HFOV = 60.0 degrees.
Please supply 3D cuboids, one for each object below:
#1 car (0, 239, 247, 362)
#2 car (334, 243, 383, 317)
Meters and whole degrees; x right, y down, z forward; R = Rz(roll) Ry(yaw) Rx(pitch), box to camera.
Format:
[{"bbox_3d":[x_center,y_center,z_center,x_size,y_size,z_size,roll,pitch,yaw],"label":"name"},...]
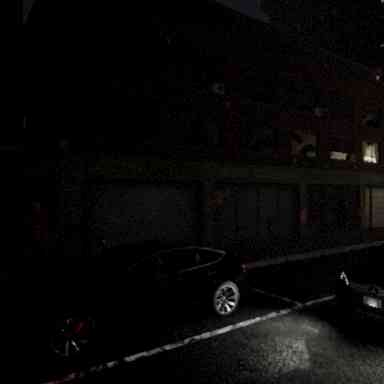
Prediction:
[{"bbox_3d":[-0.899,1.585,5.929,4.313,1.339,1.947,1,-1,-36],"label":"car"},{"bbox_3d":[4.890,1.584,6.855,4.674,1.442,1.812,1,0,-35],"label":"car"}]
